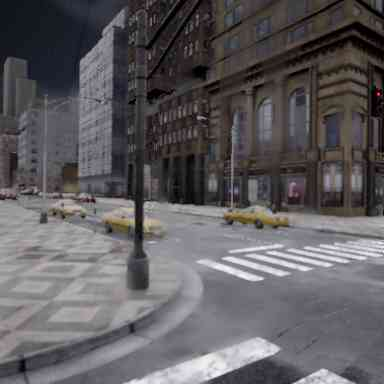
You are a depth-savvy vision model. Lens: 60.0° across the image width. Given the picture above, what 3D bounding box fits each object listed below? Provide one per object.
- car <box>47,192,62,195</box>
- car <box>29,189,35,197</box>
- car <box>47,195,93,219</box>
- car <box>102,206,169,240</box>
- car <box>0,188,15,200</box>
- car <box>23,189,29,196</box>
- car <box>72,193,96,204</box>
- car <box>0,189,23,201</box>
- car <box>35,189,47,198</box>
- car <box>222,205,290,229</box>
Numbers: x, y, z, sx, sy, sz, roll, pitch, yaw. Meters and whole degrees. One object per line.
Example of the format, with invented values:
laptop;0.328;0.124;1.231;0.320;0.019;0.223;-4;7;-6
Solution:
car;-25.480;0.754;62.744;1.802;1.307;4.206;2;0;-35
car;-35.303;0.233;76.626;2.192;1.841;5.009;2;0;-35
car;-9.386;1.187;25.282;1.752;1.417;4.829;2;0;-35
car;-2.831;1.371;16.027;1.752;1.417;4.829;2;0;-35
car;-32.421;0.344;57.813;2.192;1.841;5.009;2;0;-35
car;-41.859;0.068;85.880;2.192;1.841;5.009;2;0;-35
car;-15.642;0.878;48.864;1.967;1.590;4.097;2;0;-35
car;-29.144;0.432;53.186;2.192;1.841;5.009;2;0;-35
car;-32.131;0.524;72.136;1.752;1.417;4.829;2;0;-35
car;3.921;1.509;21.241;1.752;1.417;4.829;2;0;-35
